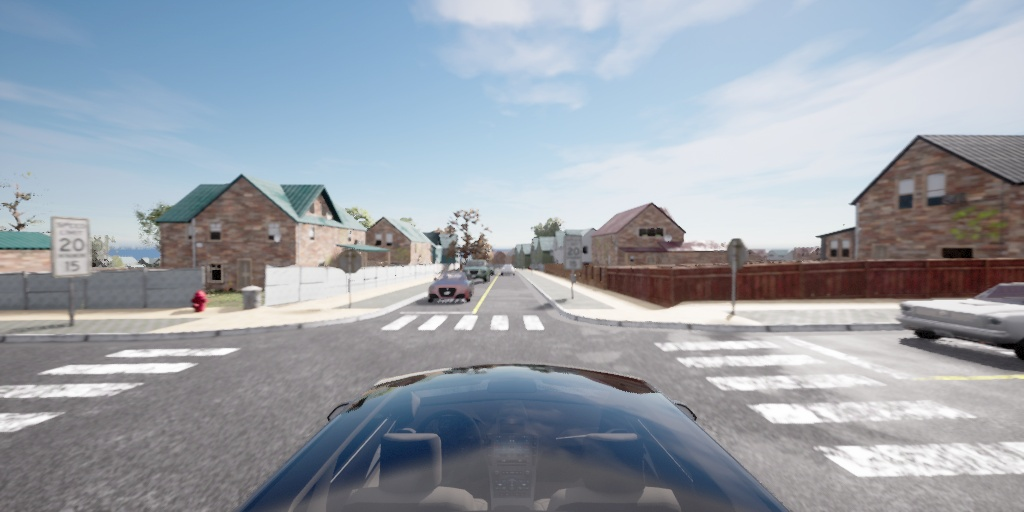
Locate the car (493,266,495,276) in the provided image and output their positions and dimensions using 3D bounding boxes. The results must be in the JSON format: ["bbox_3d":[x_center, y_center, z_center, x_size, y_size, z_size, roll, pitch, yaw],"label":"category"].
[{"bbox_3d":[-3.338,1.729,47.780,2.097,1.767,4.553,0,-1,0],"label":"car"}]

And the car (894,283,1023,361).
[{"bbox_3d":[10.768,1.202,7.141,4.718,1.301,1.895,-1,1,0],"label":"car"}]

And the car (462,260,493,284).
[{"bbox_3d":[-3.157,1.350,32.147,2.150,2.045,5.566,0,-1,-1],"label":"car"}]

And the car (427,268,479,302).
[{"bbox_3d":[-2.959,1.502,18.102,1.994,1.385,4.181,0,-1,-2],"label":"car"}]

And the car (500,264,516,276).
[{"bbox_3d":[-0.554,1.933,49.091,1.812,1.442,4.674,0,-1,-1],"label":"car"}]
